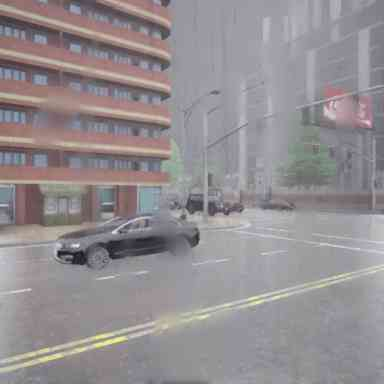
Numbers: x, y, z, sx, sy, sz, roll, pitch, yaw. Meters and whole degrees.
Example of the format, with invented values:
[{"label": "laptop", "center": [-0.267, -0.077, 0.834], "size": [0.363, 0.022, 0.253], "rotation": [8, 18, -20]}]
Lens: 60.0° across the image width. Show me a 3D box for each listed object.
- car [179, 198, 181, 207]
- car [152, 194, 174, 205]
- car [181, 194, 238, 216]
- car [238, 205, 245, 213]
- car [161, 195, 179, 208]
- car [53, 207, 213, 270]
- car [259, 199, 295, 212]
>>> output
[{"label": "car", "center": [-1.859, 1.491, 43.809], "size": [2.128, 1.511, 4.902], "rotation": [0, 0, -35]}, {"label": "car", "center": [-5.481, 1.351, 61.533], "size": [2.097, 1.767, 4.553], "rotation": [0, 0, -35]}, {"label": "car", "center": [1.579, 1.222, 32.791], "size": [2.150, 2.045, 5.566], "rotation": [0, 0, -35]}, {"label": "car", "center": [3.502, 1.601, 36.150], "size": [1.895, 1.301, 4.718], "rotation": [0, 0, -35]}, {"label": "car", "center": [-3.954, 1.352, 40.696], "size": [2.097, 1.767, 4.553], "rotation": [0, 0, -35]}, {"label": "car", "center": [-1.979, 1.488, 11.123], "size": [4.902, 1.511, 2.128], "rotation": [0, 0, -35]}, {"label": "car", "center": [10.001, 1.525, 39.321], "size": [1.812, 1.442, 4.674], "rotation": [0, 0, -34]}]
